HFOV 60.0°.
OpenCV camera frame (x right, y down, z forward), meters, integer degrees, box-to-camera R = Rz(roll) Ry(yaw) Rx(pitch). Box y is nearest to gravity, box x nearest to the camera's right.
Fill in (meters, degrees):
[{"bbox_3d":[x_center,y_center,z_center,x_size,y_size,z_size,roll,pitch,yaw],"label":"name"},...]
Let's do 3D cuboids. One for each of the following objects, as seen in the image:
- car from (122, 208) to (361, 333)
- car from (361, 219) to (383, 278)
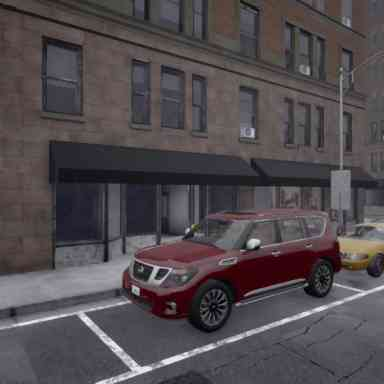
[{"bbox_3d":[1.112,1.315,6.990,5.009,1.841,2.192,0,0,-35],"label":"car"},{"bbox_3d":[5.597,1.525,10.185,4.829,1.417,1.752,0,0,-35],"label":"car"}]
